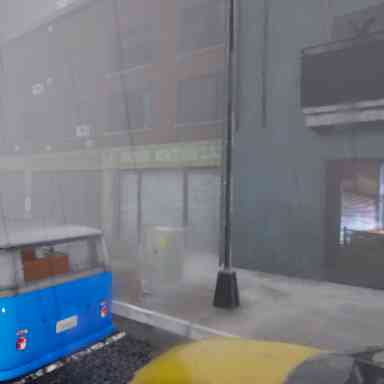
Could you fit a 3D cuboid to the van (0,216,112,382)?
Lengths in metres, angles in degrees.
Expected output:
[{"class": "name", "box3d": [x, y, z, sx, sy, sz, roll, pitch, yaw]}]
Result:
[{"class": "van", "box3d": [-2.976, 1.297, 4.981, 3.998, 1.788, 1.690, 1, 1, 36]}]

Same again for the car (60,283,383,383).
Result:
[{"class": "car", "box3d": [1.514, 1.528, 1.782, 4.829, 1.417, 1.752, 1, 1, 36]}]
